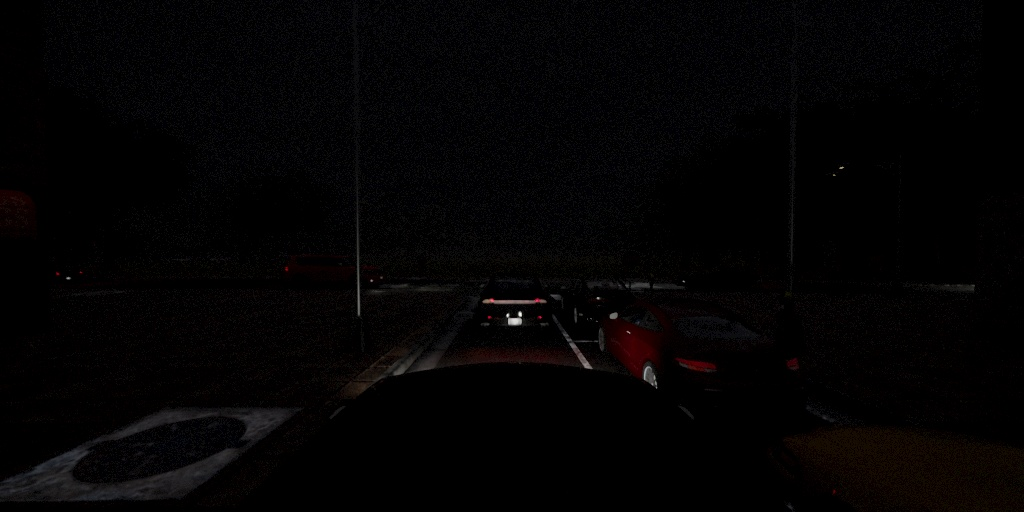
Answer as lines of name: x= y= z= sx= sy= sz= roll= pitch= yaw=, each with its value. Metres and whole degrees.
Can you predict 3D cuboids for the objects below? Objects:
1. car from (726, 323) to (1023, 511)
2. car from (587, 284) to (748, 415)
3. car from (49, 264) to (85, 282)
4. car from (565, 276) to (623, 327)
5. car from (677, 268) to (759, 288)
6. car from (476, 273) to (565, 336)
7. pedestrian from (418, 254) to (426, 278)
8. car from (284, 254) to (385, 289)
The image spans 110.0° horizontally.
car: x=2.641 y=1.276 z=0.498 sx=1.751 sy=1.417 sz=4.829 roll=0 pitch=0 yaw=0
car: x=2.627 y=1.330 z=5.861 sx=1.802 sy=1.307 sz=4.207 roll=0 pitch=0 yaw=0
car: x=-32.626 y=1.234 z=24.573 sx=4.718 sy=1.301 sz=1.895 roll=0 pitch=1 yaw=0
car: x=2.613 y=1.296 z=11.393 sx=2.007 sy=1.370 sz=4.403 roll=0 pitch=0 yaw=0
car: x=14.062 y=1.457 z=24.717 sx=4.718 sy=1.301 sz=1.895 roll=1 pitch=1 yaw=0
car: x=0.055 y=1.238 z=10.424 sx=2.128 sy=1.511 sz=4.902 roll=0 pitch=0 yaw=0
pedestrian: x=-6.946 y=0.752 z=27.548 sx=0.375 sy=1.860 sz=0.375 roll=0 pitch=1 yaw=0
car: x=-10.659 y=0.940 z=21.680 sx=5.566 sy=2.045 sz=2.150 roll=0 pitch=1 yaw=0
